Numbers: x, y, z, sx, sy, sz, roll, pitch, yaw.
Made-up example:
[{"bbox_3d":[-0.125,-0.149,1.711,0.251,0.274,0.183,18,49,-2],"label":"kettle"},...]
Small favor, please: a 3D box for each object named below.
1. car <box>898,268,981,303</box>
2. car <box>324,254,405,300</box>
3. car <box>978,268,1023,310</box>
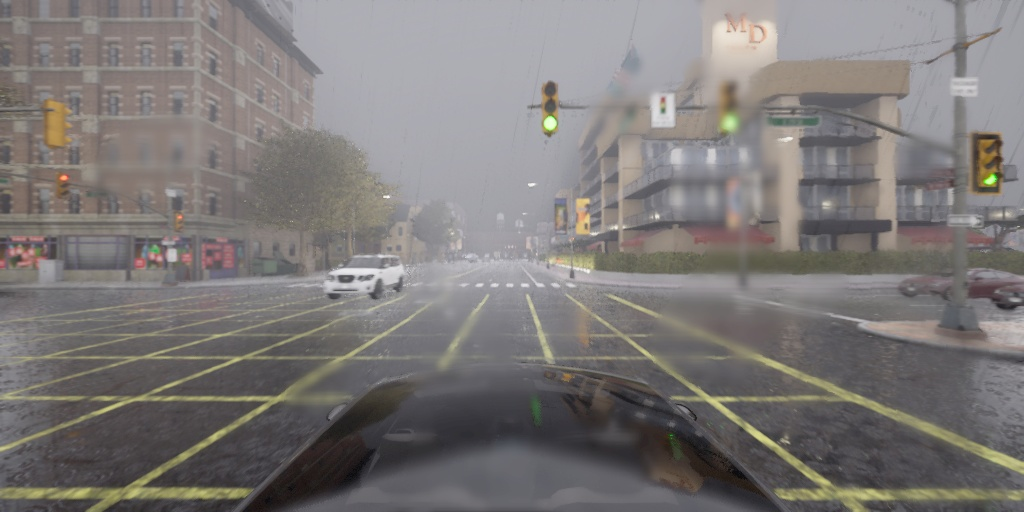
[{"bbox_3d":[20.137,1.257,15.927,4.674,1.442,1.812,0,0,1],"label":"car"},{"bbox_3d":[-6.994,0.932,17.768,2.150,2.045,5.566,0,0,0],"label":"car"},{"bbox_3d":[19.758,1.261,12.426,4.674,1.442,1.812,0,0,0],"label":"car"}]
